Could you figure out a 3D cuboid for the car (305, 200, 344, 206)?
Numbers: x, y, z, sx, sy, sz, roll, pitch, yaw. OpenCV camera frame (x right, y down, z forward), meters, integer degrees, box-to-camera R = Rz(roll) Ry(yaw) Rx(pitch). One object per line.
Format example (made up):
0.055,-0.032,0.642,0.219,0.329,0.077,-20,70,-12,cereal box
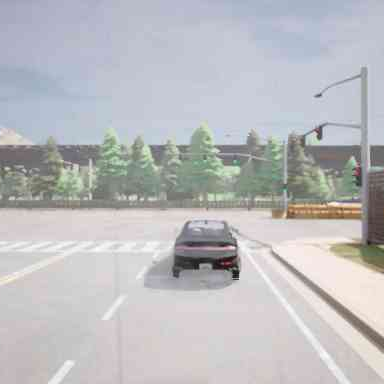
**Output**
13.548,1.937,36.728,4.902,1.511,2.128,0,-1,-1,car

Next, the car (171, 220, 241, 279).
0.453,1.615,10.455,2.128,1.511,4.902,0,-1,3,car

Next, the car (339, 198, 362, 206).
18.742,1.715,40.248,5.566,2.045,2.150,0,-1,0,car
